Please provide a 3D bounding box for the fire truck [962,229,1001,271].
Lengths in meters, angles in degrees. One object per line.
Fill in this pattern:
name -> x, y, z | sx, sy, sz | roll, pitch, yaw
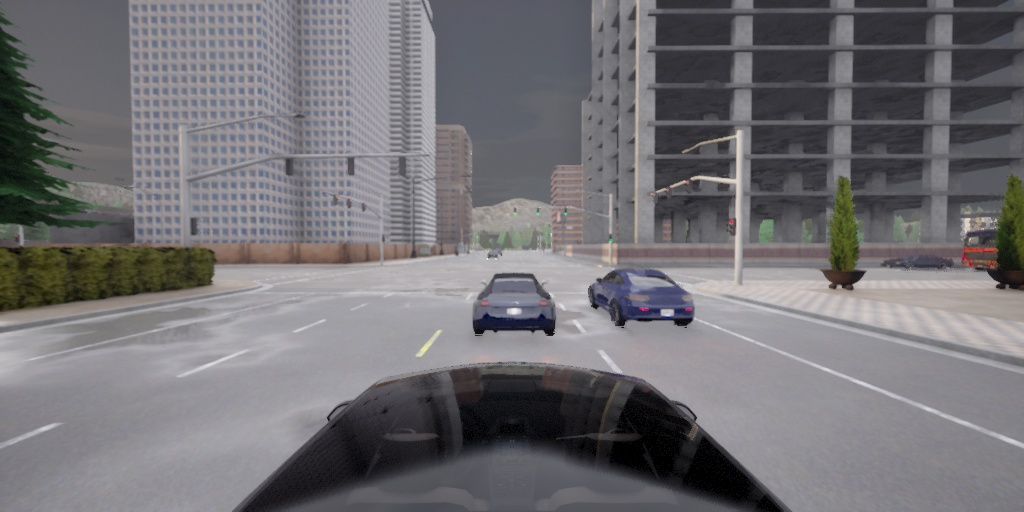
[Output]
fire truck -> 43.737, -0.596, 30.220 | 8.468, 3.827, 2.891 | 0, 1, 0

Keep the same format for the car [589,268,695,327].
car -> 3.554, 1.069, 10.489 | 1.812, 1.442, 4.674 | 0, 1, 0

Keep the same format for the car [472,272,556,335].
car -> 0.054, 1.124, 9.830 | 1.994, 1.385, 4.181 | 0, 1, 0

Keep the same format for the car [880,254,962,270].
car -> 38.250, 0.534, 33.853 | 5.357, 1.411, 2.033 | 0, 1, 0
